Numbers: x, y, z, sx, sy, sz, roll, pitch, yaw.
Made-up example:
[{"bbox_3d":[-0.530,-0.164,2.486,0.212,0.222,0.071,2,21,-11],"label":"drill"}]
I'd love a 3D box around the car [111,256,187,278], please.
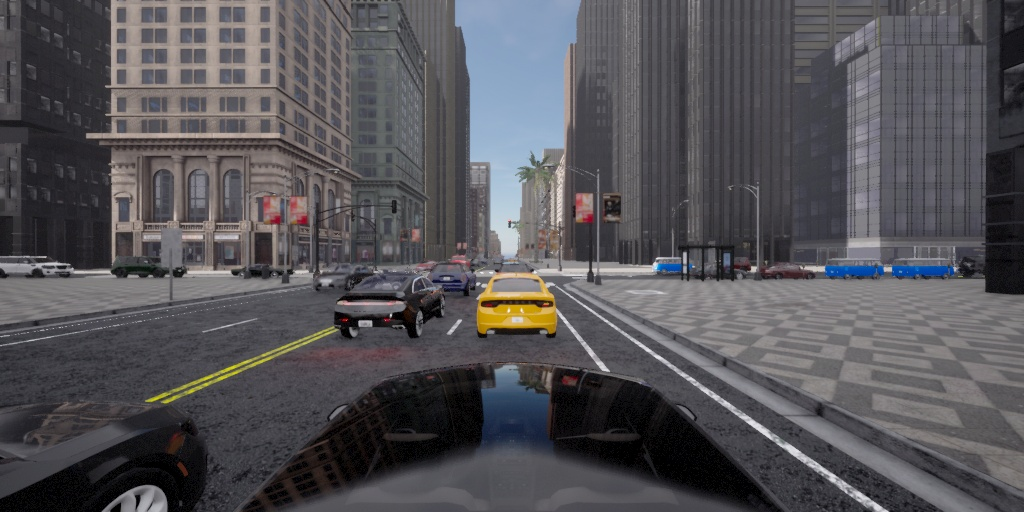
[{"bbox_3d":[-33.012,1.007,32.664,5.566,2.045,2.150,0,0,0],"label":"car"}]

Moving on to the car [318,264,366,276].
[{"bbox_3d":[-9.820,1.241,21.308,2.128,1.511,4.902,0,0,0],"label":"car"}]

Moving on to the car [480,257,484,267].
[{"bbox_3d":[-6.474,1.258,62.447,1.837,1.490,4.892,0,0,0],"label":"car"}]

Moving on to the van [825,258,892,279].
[{"bbox_3d":[28.471,1.082,29.817,3.998,1.789,1.690,0,0,0],"label":"van"}]

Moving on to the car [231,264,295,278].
[{"bbox_3d":[-22.539,1.375,32.593,4.718,1.301,1.895,0,0,0],"label":"car"}]

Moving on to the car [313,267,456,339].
[{"bbox_3d":[-3.138,1.241,10.128,2.128,1.511,4.902,0,0,0],"label":"car"}]

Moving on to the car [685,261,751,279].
[{"bbox_3d":[17.116,1.299,29.832,4.403,1.370,2.007,0,0,0],"label":"car"}]

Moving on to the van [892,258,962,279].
[{"bbox_3d":[34.148,1.080,29.810,3.998,1.789,1.690,0,0,0],"label":"van"}]

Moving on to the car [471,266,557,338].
[{"bbox_3d":[0.111,1.227,10.217,1.882,1.535,5.008,0,0,0],"label":"car"}]

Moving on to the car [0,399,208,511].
[{"bbox_3d":[-3.152,1.255,0.612,1.837,1.490,4.892,0,0,0],"label":"car"}]

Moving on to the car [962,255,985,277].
[{"bbox_3d":[44.002,0.951,32.458,5.566,2.045,2.150,0,0,0],"label":"car"}]

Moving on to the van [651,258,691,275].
[{"bbox_3d":[17.125,1.065,38.357,3.998,1.789,1.690,0,0,0],"label":"van"}]

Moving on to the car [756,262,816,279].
[{"bbox_3d":[22.793,1.326,29.825,4.207,1.307,1.802,0,0,0],"label":"car"}]

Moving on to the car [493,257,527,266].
[{"bbox_3d":[0.128,1.102,19.291,2.097,1.767,4.553,0,0,0],"label":"car"}]

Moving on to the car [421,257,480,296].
[{"bbox_3d":[-3.122,1.102,19.267,2.097,1.767,4.553,0,0,0],"label":"car"}]

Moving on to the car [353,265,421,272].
[{"bbox_3d":[-6.572,1.351,19.609,1.895,1.301,4.718,0,0,0],"label":"car"}]

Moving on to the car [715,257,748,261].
[{"bbox_3d":[22.802,1.035,38.350,5.009,1.841,2.192,0,0,0],"label":"car"}]

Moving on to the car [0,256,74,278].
[{"bbox_3d":[-43.719,1.020,32.739,5.566,2.045,2.150,0,0,0],"label":"car"}]
